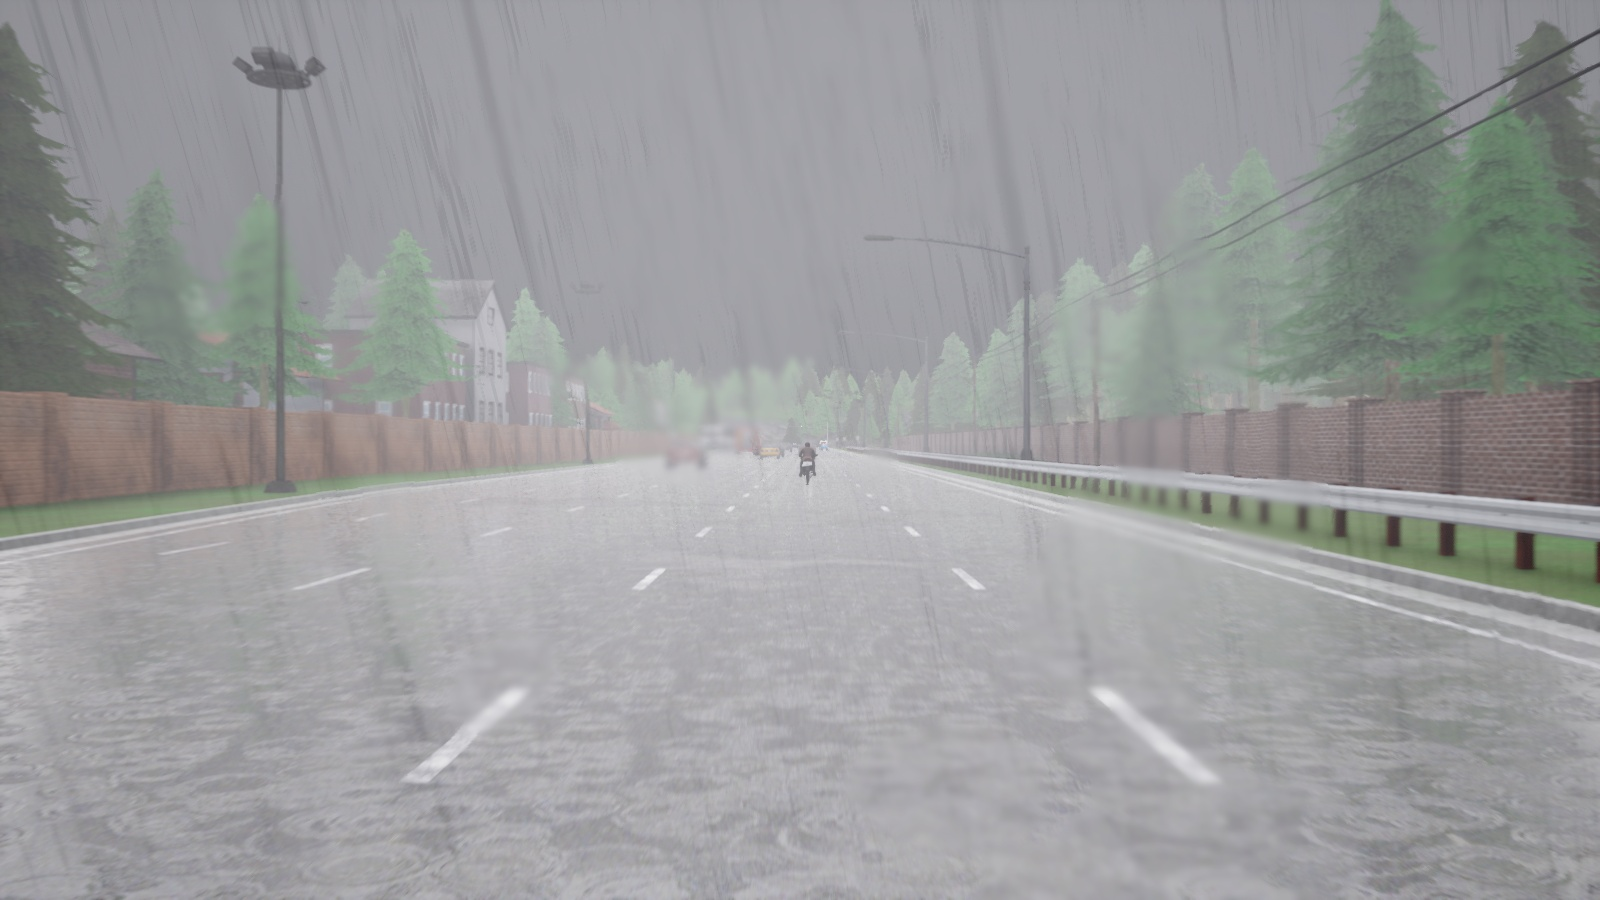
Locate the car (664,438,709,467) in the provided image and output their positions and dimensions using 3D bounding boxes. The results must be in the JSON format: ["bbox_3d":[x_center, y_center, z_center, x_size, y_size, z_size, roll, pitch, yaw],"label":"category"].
[{"bbox_3d":[-6.569,0.112,73.219,2.152,1.651,5.027,0,0,0],"label":"car"}]

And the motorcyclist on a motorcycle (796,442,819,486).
[{"bbox_3d":[0.267,0.481,44.433,0.797,1.523,2.044,0,0,0],"label":"motorcyclist on a motorcycle"}]
